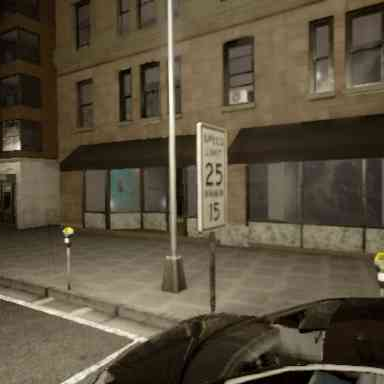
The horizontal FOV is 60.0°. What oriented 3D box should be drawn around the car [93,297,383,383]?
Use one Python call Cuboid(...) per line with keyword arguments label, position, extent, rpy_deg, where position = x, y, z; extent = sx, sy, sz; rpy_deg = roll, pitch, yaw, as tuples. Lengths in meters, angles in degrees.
Cuboid(label="car", position=(1.192, 1.488, 2.261), extent=(4.313, 1.339, 1.947), rpy_deg=(0, 2, 32))
